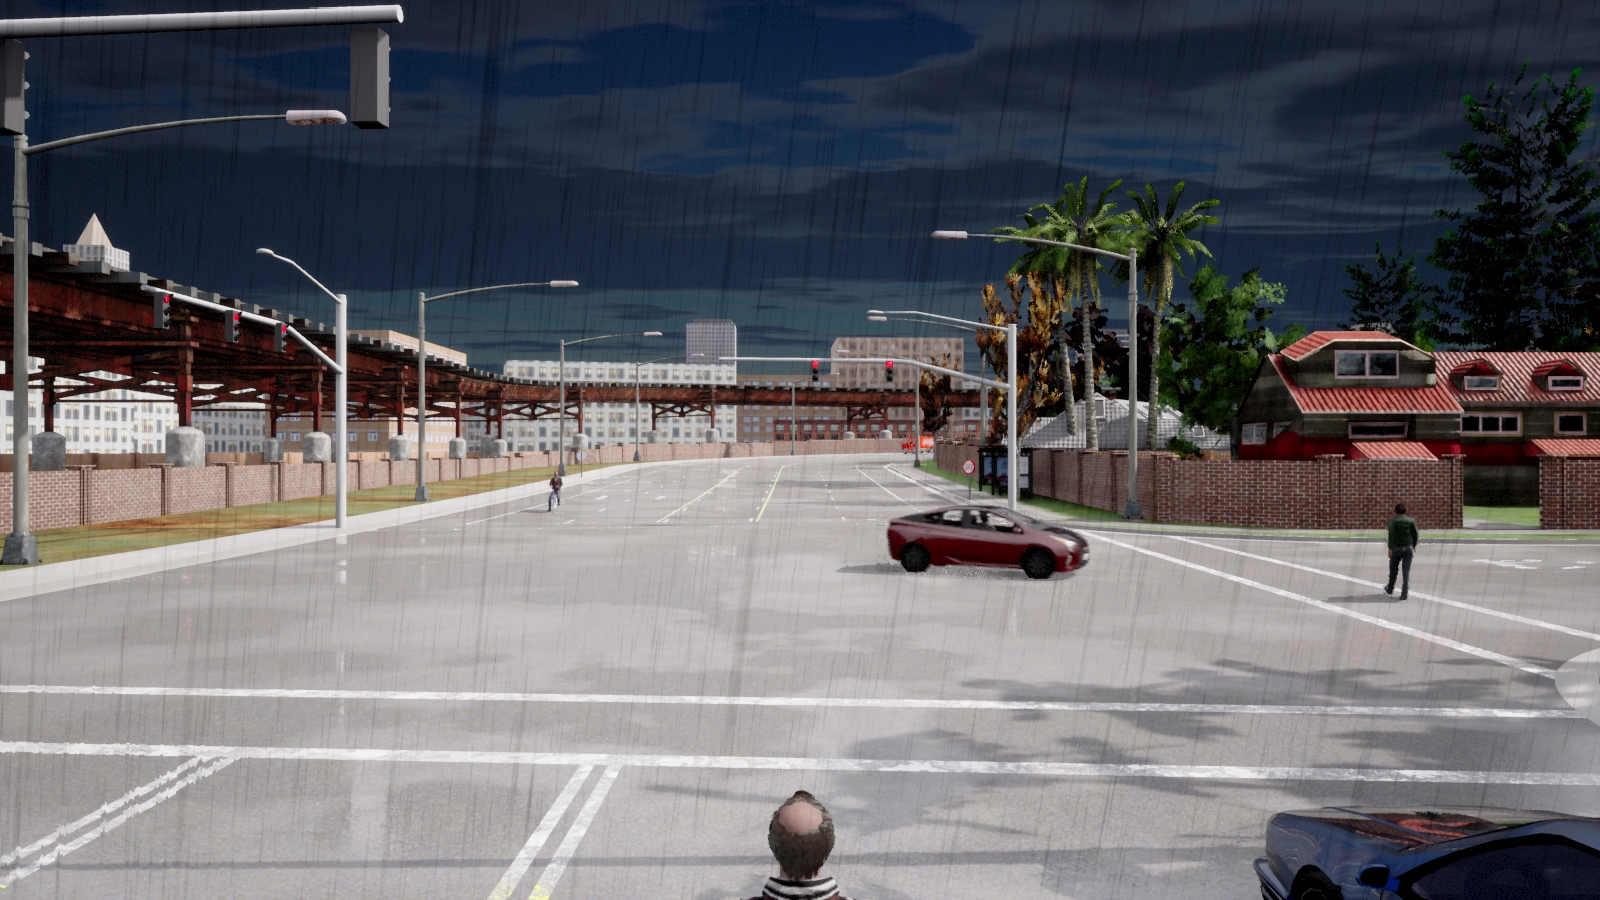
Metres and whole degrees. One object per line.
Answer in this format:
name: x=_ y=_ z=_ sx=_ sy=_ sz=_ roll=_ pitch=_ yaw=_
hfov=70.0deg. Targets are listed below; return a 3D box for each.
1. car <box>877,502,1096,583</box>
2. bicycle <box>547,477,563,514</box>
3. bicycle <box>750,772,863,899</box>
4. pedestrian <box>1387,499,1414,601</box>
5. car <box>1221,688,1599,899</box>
car: x=4.221 y=2.024 z=25.931 sx=4.514 sy=1.525 sz=2.007 roll=0 pitch=0 yaw=26
bicycle: x=-10.519 y=1.934 z=49.111 sx=0.329 sy=1.496 sz=1.835 roll=0 pitch=0 yaw=0
bicycle: x=0.019 y=2.048 z=3.681 sx=0.329 sy=1.496 sz=1.835 roll=0 pitch=0 yaw=0
pedestrian: x=11.178 y=1.848 z=21.273 sx=0.375 sy=1.860 sz=0.375 roll=0 pitch=0 yaw=13
car: x=3.467 y=2.106 z=4.038 sx=2.033 sy=1.411 sz=5.357 roll=0 pitch=0 yaw=1
